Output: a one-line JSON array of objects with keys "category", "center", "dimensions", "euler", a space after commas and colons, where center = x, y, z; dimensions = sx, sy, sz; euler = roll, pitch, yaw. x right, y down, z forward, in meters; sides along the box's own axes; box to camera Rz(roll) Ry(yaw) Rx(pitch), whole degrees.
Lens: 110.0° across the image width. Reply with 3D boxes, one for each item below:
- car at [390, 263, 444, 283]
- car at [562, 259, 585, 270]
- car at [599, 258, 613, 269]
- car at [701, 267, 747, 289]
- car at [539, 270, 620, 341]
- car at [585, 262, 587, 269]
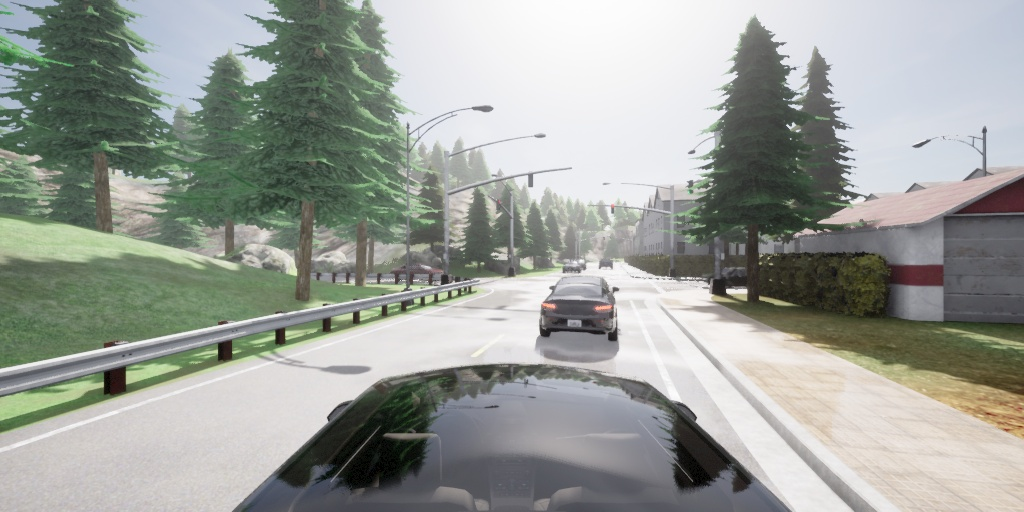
[{"category": "car", "center": [-7.162, 1.291, 27.809], "dimensions": [4.674, 1.442, 1.812], "euler": [0, 0, 15]}, {"category": "car", "center": [7.270, 1.314, 43.184], "dimensions": [1.994, 1.385, 4.181], "euler": [0, 0, 15]}, {"category": "car", "center": [14.999, 1.102, 57.273], "dimensions": [2.097, 1.767, 4.553], "euler": [0, 0, 15]}, {"category": "car", "center": [14.400, 1.366, 22.024], "dimensions": [4.718, 1.301, 1.895], "euler": [0, 0, 15]}, {"category": "car", "center": [1.939, 1.276, 9.902], "dimensions": [1.812, 1.442, 4.674], "euler": [0, 0, 15]}, {"category": "car", "center": [9.956, 1.241, 52.873], "dimensions": [2.128, 1.511, 4.902], "euler": [0, 0, 16]}]
